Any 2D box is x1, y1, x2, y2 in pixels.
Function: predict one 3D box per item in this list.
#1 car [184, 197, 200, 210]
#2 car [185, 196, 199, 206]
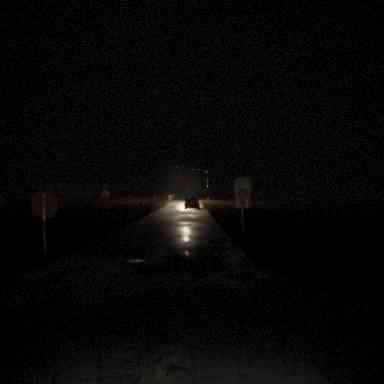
[{"bbox_3d":[-0.021,1.464,46.176,2.097,1.767,4.553,-1,0,0],"label":"car"},{"bbox_3d":[-0.019,1.546,56.241,2.128,1.511,4.902,-1,0,0],"label":"car"}]
